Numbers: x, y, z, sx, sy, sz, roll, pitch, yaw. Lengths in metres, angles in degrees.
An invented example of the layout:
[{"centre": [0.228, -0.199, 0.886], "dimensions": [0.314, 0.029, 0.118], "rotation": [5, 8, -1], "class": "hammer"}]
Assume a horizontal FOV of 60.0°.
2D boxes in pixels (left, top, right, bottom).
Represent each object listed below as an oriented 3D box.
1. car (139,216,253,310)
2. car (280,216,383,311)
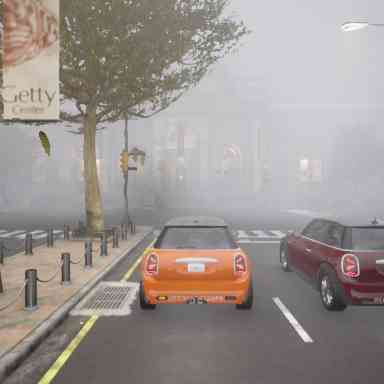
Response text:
[{"centre": [0.086, 1.352, 7.998], "dimensions": [2.097, 1.767, 4.553], "rotation": [0, 0, 0], "class": "car"}, {"centre": [3.586, 1.352, 7.900], "dimensions": [2.097, 1.767, 4.553], "rotation": [0, 0, 0], "class": "car"}]
